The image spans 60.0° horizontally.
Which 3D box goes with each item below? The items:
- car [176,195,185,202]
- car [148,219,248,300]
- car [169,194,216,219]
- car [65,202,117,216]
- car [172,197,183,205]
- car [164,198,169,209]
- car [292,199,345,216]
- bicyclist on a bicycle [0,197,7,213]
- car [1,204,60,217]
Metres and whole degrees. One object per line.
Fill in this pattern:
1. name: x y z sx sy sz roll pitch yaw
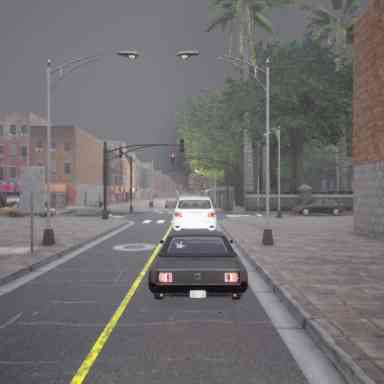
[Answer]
1. car: -2.627 1.439 78.180 1.882 1.535 5.008 0 0 0
2. car: 0.114 1.603 8.371 1.895 1.301 4.718 0 0 0
3. car: 0.134 1.230 18.136 2.150 2.045 5.566 0 0 0
4. car: -9.721 1.640 32.228 4.718 1.301 1.895 0 0 -7
5. car: -2.703 1.660 62.981 1.895 1.301 4.718 0 0 1
6. car: -2.772 1.565 46.222 1.812 1.442 4.674 0 0 0
7. car: 12.283 1.491 32.441 4.892 1.490 1.837 0 0 0
8. bicyclist on a bicycle: -20.087 1.372 35.359 0.582 1.620 1.656 0 0 0
9. car: -14.394 1.571 29.710 4.829 1.417 1.752 0 0 0
